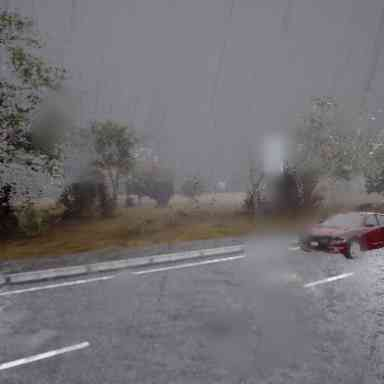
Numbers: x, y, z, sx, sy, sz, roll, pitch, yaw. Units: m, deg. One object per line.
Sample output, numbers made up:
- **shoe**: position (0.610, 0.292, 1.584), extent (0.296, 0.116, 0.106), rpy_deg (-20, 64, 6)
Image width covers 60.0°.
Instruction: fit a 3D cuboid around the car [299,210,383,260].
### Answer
- **car**: position (6.164, 1.478, 12.687), extent (5.008, 1.535, 1.882), rpy_deg (0, 0, -35)
